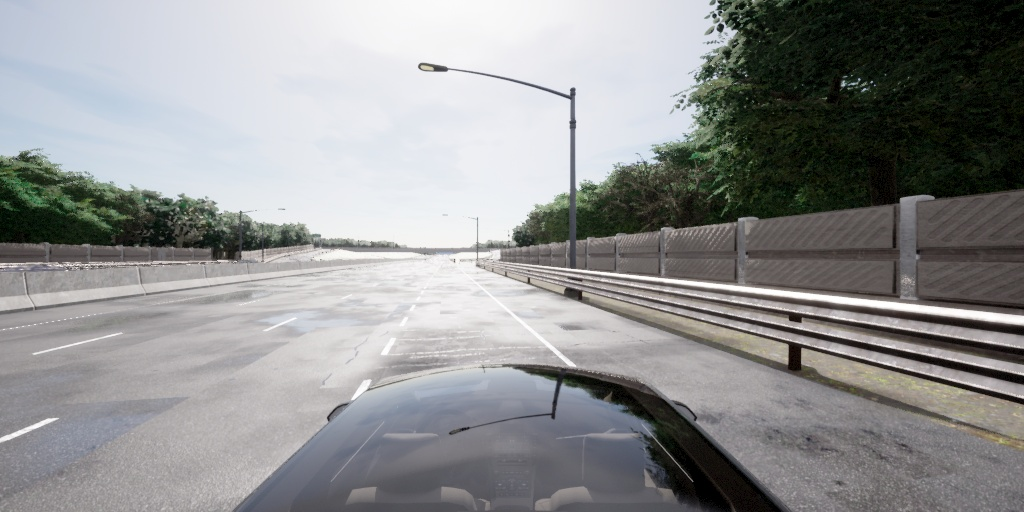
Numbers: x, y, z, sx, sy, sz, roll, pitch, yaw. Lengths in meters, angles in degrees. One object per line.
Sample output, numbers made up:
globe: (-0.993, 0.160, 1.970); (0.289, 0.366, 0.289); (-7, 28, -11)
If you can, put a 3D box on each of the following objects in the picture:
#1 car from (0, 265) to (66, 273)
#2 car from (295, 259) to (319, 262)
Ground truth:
car: (-32.550, 1.305, 24.067); (2.033, 1.411, 5.357); (0, 0, -11)
car: (-31.184, 1.295, 55.774); (2.128, 1.511, 4.902); (0, 0, -10)
